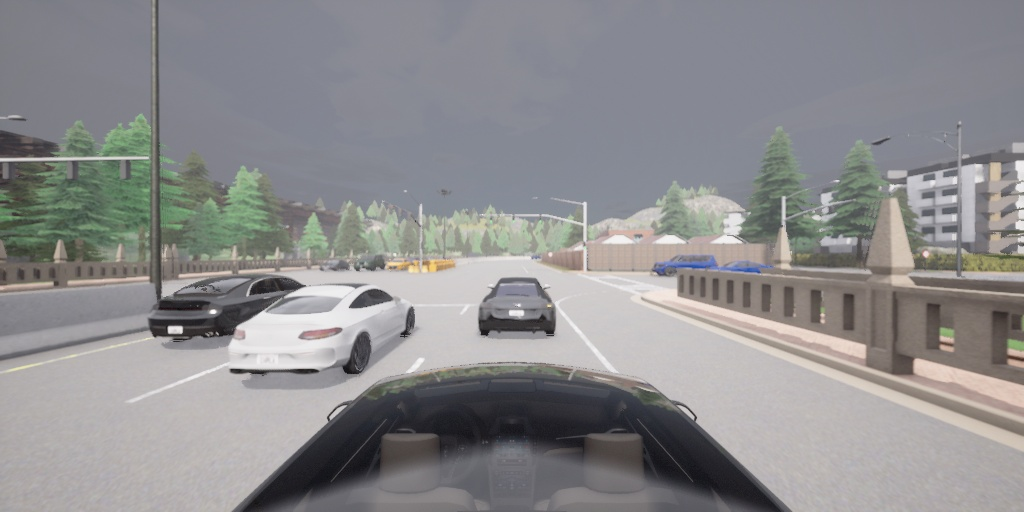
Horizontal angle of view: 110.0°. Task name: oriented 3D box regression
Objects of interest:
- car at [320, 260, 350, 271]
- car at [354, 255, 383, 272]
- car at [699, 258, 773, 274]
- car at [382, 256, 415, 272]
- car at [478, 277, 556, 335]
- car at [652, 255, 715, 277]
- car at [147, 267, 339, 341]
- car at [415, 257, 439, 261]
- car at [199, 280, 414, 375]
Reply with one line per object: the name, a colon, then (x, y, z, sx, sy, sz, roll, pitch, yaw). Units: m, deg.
car: (-21.082, 1.153, 42.856, 1.812, 1.442, 4.674, 0, 0, 0)
car: (-17.557, 0.842, 44.552, 2.150, 2.045, 5.566, 0, 0, 0)
car: (18.479, 1.152, 29.248, 5.008, 1.535, 1.882, 0, 0, 2)
car: (-13.992, 1.099, 44.456, 1.882, 1.535, 5.008, 0, 0, -1)
car: (0.196, 1.306, 10.491, 1.994, 1.385, 4.181, 0, 0, 2)
car: (15.827, 0.883, 32.846, 5.566, 2.045, 2.150, 0, 0, 2)
car: (-6.911, 1.246, 9.792, 1.837, 1.490, 4.892, 0, 1, 0)
car: (-14.019, 1.169, 59.378, 1.895, 1.301, 4.718, 0, 0, 0)
car: (-3.422, 1.271, 7.342, 1.812, 1.442, 4.674, 0, 0, 0)
